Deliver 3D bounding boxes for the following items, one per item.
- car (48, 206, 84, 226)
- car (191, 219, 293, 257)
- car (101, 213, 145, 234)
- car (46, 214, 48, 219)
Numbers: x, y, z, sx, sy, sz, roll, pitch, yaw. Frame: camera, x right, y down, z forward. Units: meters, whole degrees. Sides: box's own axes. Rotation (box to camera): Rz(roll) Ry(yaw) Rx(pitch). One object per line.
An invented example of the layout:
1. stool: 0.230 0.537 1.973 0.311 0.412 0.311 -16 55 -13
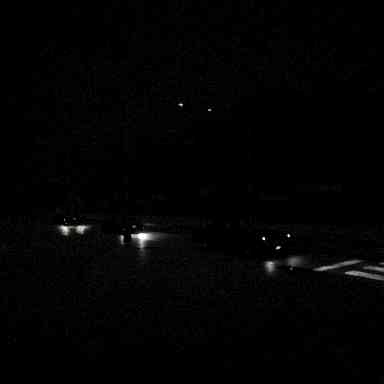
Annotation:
1. car: -13.664 2.529 36.431 2.150 2.045 5.566 -1 -2 -35
2. car: 2.019 1.893 14.556 1.895 1.301 4.718 0 -2 -36
3. car: -5.154 2.287 24.533 1.994 1.385 4.181 0 -2 -36
4. car: -21.571 3.597 52.458 1.994 1.385 4.181 0 -2 -36
